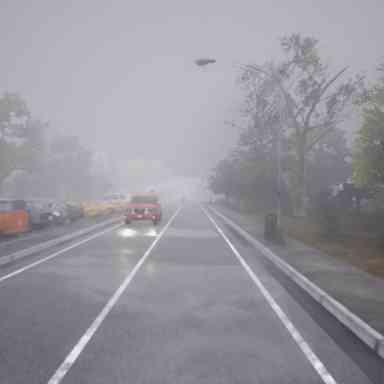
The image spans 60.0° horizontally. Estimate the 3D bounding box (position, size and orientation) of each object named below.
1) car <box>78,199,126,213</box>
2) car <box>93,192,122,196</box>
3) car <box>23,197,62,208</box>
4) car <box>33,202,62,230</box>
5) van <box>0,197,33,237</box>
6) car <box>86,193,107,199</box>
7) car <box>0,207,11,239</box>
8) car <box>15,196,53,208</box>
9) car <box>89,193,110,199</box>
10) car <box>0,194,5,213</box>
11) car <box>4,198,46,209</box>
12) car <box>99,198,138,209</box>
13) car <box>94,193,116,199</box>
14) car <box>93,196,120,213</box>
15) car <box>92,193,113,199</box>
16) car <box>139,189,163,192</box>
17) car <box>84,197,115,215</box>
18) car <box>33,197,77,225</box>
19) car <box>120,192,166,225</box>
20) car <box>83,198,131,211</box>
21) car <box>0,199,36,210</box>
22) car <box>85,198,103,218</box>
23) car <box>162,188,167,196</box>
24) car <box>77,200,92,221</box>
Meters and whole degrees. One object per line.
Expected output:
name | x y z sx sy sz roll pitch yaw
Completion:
car | -10.208 1.526 38.075 4.892 1.521 2.231 0 0 0
car | -10.219 1.310 43.629 5.566 2.045 2.435 0 0 0
car | -23.249 1.612 51.853 5.008 1.535 2.097 0 0 0
car | -10.270 1.490 18.653 4.792 1.488 2.163 0 0 0
van | -10.363 1.241 15.876 4.442 1.987 1.878 0 0 0
car | -23.459 1.037 81.621 4.674 1.452 2.002 0 0 0
car | -10.223 1.502 13.100 4.792 1.488 2.163 0 0 0
car | -23.291 1.469 49.083 4.553 1.767 2.185 0 0 0
car | -23.451 1.034 84.406 4.674 1.452 2.002 0 0 0
car | -23.316 1.255 35.358 5.566 2.045 2.435 0 0 0
car | -23.236 1.607 46.436 4.792 1.488 2.163 0 0 0
car | -10.191 1.578 46.403 5.008 1.535 2.097 0 0 0
car | -23.618 0.961 90.111 5.366 1.575 1.946 0 1 0
car | -10.022 1.504 35.299 5.366 1.575 1.946 0 0 0
car | -23.469 1.013 87.318 4.792 1.488 2.163 0 0 0
car | -10.399 0.870 84.563 4.553 1.767 2.185 0 0 0
car | -10.033 1.470 29.626 5.366 1.575 1.946 0 0 0
car | -10.266 1.331 21.426 4.553 1.767 2.185 0 0 0
car | -3.372 1.197 24.034 2.150 2.045 5.566 0 0 0
car | -10.382 1.540 40.852 5.366 1.575 1.946 0 0 0
car | -23.268 1.600 43.666 4.674 1.452 2.002 0 0 0
car | -10.410 1.459 26.974 5.366 1.575 1.946 0 0 0
car | -10.381 0.714 90.134 5.566 2.045 2.435 0 1 0
car | -10.224 1.457 24.206 4.892 1.521 2.231 0 0 0
